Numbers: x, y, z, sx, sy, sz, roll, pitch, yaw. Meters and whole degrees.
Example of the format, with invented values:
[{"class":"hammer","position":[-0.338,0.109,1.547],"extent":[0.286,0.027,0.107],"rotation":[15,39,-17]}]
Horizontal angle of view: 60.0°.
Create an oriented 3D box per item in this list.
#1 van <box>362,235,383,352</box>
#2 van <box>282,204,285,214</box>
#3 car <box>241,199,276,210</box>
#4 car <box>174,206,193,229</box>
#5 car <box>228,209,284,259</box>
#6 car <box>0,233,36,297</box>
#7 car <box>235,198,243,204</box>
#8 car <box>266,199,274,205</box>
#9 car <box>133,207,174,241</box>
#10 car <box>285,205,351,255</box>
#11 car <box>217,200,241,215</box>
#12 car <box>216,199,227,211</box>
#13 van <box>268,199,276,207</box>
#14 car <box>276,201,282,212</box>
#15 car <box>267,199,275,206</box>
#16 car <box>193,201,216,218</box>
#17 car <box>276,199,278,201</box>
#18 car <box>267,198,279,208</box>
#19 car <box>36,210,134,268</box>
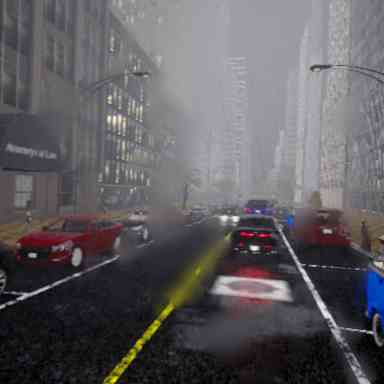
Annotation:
[{"class":"van","position":[3.294,1.483,3.759],"extent":[1.690,1.788,3.998],"rotation":[1,0,12]},{"class":"van","position":[6.742,1.701,20.456],"extent":[1.690,1.788,3.998],"rotation":[1,0,12]},{"class":"car","position":[5.454,1.572,27.264],"extent":[2.150,2.045,5.566],"rotation":[2,0,12]},{"class":"car","position":[-1.466,1.648,22.152],"extent":[1.802,1.307,4.206],"rotation":[2,0,12]},{"class":"car","position":[2.628,1.675,13.580],"extent":[1.837,1.490,4.892],"rotation":[2,0,12]},{"class":"car","position":[-4.913,1.414,5.455],"extent":[1.947,1.339,4.313],"rotation":[2,0,12]},{"class":"car","position":[13.476,2.551,94.507],"extent":[2.008,1.369,4.403],"rotation":[2,0,12]},{"class":"car","position":[21.681,2.734,92.811],"extent":[1.967,1.590,4.097],"rotation":[2,0,12]},{"class":"car","position":[-2.615,1.544,16.587],"extent":[2.008,1.369,4.403],"rotation":[2,0,12]},{"class":"car","position":[5.594,1.602,14.891],"extent":[2.192,1.841,5.009],"rotation":[1,0,12]},{"class":"car","position":[4.392,1.929,37.413],"extent":[1.994,1.385,4.181],"rotation":[2,0,12]},{"class":"car","position":[3.132,1.906,44.415],"extent":[2.008,1.369,4.403],"rotation":[2,0,12]},{"class":"van","position":[18.236,2.421,76.114],"extent":[1.690,1.788,3.998],"rotation":[1,0,12]},{"class":"car","position":[11.334,2.199,42.717],"extent":[2.008,1.369,4.403],"rotation":[1,0,12]},{"class":"car","position":[19.383,2.592,81.679],"extent":[1.967,1.590,4.097],"rotation":[1,0,12]},{"class":"car","position":[0.833,1.761,33.284],"extent":[2.008,1.369,4.403],"rotation":[2,0,12]},{"class":"car","position":[15.937,2.252,64.983],"extent":[2.192,1.841,5.009],"rotation":[1,0,12]},{"class":"car","position":[17.087,2.324,70.549],"extent":[2.192,1.841,5.009],"rotation":[1,0,12]},{"class":"car","position":[-3.763,1.466,11.021],"extent":[1.887,1.381,4.507],"rotation":[2,0,12]}]
